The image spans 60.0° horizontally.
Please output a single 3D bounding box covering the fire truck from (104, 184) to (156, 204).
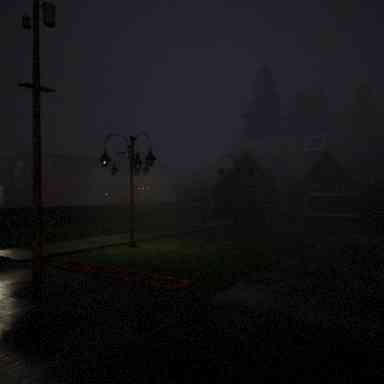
[{"bbox_3d":[-9.395,0.761,51.442,2.891,3.827,8.468,-1,0,36],"label":"fire truck"}]
